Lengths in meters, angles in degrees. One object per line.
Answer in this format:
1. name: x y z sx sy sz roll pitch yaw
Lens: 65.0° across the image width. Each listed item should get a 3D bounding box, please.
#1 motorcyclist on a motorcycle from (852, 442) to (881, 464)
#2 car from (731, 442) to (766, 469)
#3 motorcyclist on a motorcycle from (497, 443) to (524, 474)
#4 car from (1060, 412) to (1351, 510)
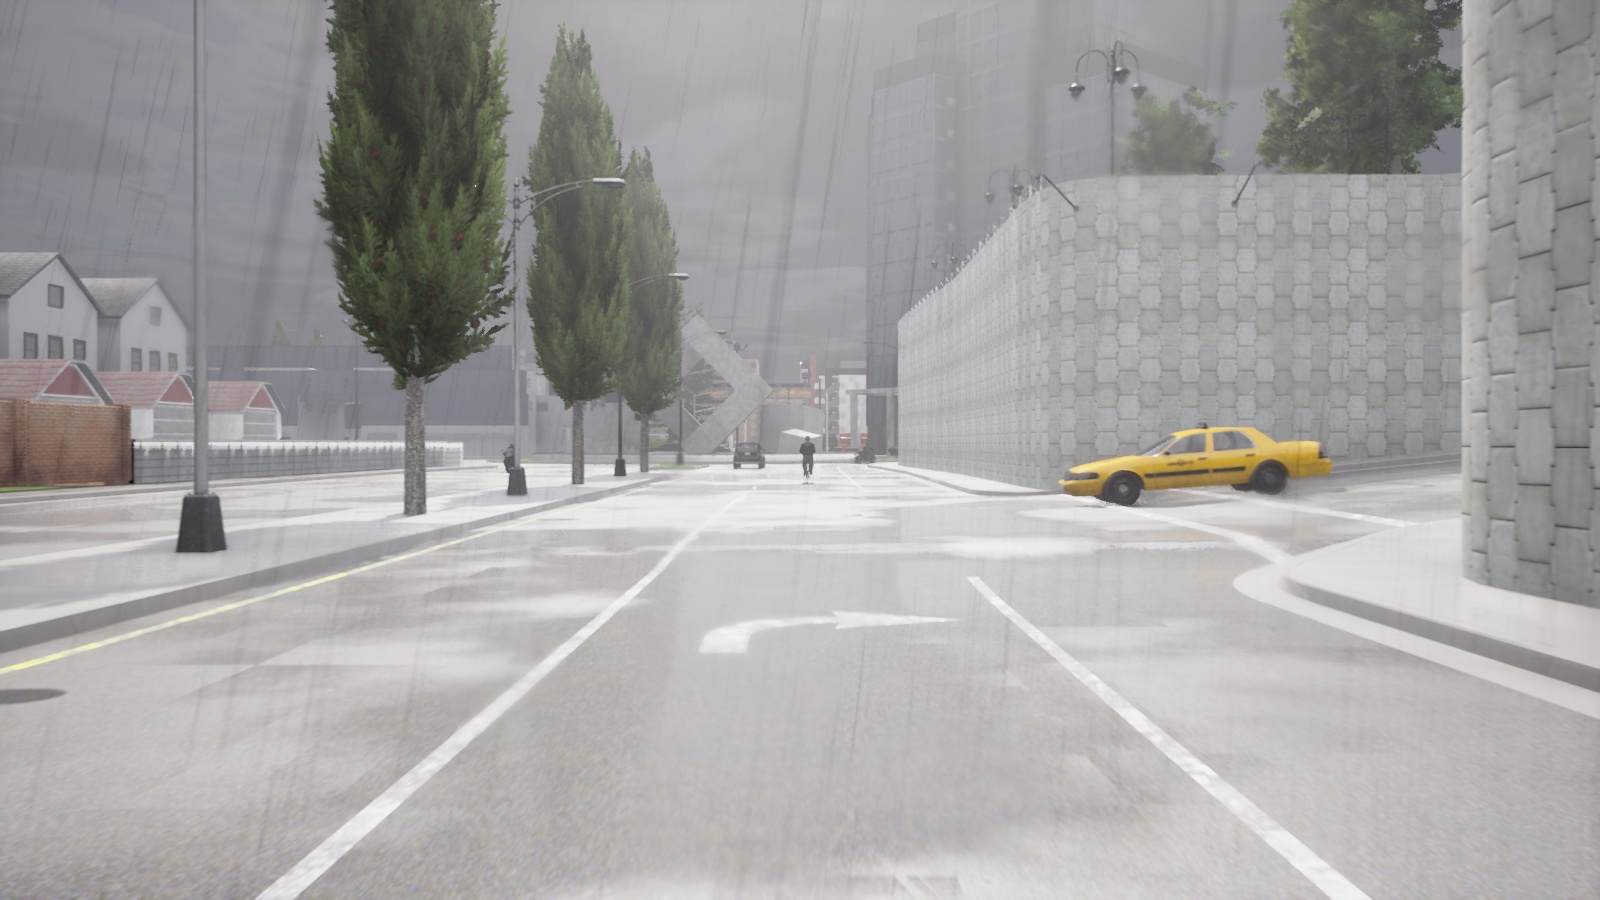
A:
1. motorcyclist on a motorcycle: 4.735 0.231 89.023 2.044 1.523 0.797 0 0 -40
2. car: -2.971 0.308 73.642 1.789 1.549 3.705 0 0 2
3. motorcyclist on a motorcycle: -14.628 0.411 63.581 0.866 1.530 2.191 0 0 0
4. car: 8.280 0.219 26.008 5.366 1.575 1.801 -4 0 3
